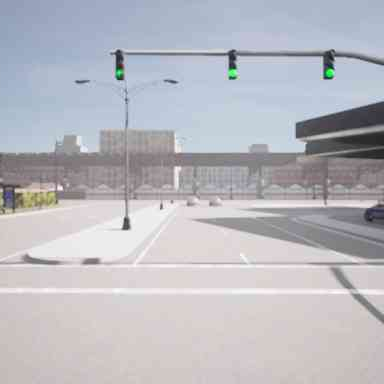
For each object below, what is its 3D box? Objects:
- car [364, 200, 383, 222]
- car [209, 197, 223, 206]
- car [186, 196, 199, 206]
[{"bbox_3d":[13.216,1.255,21.655,2.242,1.667,4.611,0,0,0],"label":"car"},{"bbox_3d":[3.613,1.433,51.844,1.812,1.442,4.674,0,0,1],"label":"car"},{"bbox_3d":[0.118,1.431,52.564,1.812,1.442,4.674,0,0,0],"label":"car"}]
